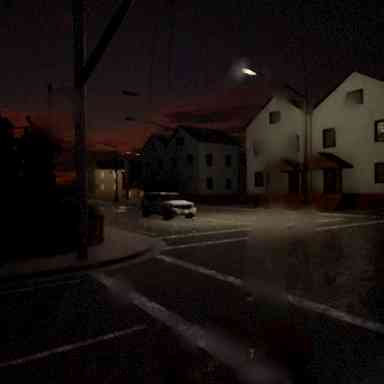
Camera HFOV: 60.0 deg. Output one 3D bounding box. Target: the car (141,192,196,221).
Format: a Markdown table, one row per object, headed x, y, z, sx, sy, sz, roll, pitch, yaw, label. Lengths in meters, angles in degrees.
| x | y | z | sx | sy | sz | roll | pitch | yaw | label |
| --- | --- | --- | --- | --- | --- | --- | --- | --- | --- |
| -1.956 | 1.020 | 25.621 | 2.150 | 2.045 | 5.566 | -1 | 1 | -35 | car |

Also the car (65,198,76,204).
| x | y | z | sx | sy | sz | roll | pitch | yaw | label |
| --- | --- | --- | --- | --- | --- | --- | --- | --- | --- |
| -15.853 | 1.397 | 45.433 | 1.895 | 1.301 | 4.718 | -1 | 1 | -35 | car |
